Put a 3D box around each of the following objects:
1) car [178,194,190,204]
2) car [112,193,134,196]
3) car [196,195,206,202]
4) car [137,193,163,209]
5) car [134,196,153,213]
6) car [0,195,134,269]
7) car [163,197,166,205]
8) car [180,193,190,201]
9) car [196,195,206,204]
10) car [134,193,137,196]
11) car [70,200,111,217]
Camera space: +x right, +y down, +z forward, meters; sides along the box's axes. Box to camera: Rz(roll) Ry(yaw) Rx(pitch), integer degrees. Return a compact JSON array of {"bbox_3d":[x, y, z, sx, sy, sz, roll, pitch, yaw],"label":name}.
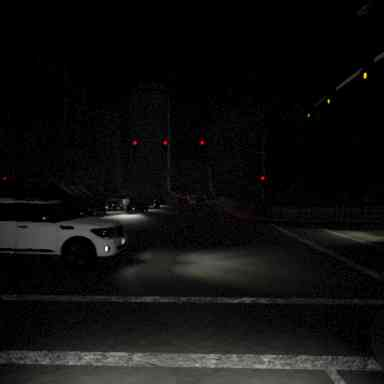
[{"bbox_3d":[-1.743,1.564,66.062,1.994,1.385,4.181,0,0,1],"label":"car"},{"bbox_3d":[-9.423,1.221,42.709,2.150,2.045,5.566,0,0,2],"label":"car"},{"bbox_3d":[1.969,1.352,74.566,2.128,1.511,4.902,0,0,1],"label":"car"},{"bbox_3d":[-5.819,1.221,46.797,2.150,2.045,5.566,0,0,1],"label":"car"},{"bbox_3d":[-6.059,1.491,37.225,2.128,1.511,4.902,0,0,1],"label":"car"},{"bbox_3d":[-4.972,1.221,10.774,5.566,2.045,2.150,0,0,3],"label":"car"},{"bbox_3d":[-5.549,1.547,57.152,2.033,1.411,5.357,0,0,2],"label":"car"},{"bbox_3d":[-1.530,1.182,74.623,2.097,1.767,4.553,0,0,1],"label":"car"},{"bbox_3d":[1.741,1.505,65.349,1.837,1.490,4.892,0,0,1],"label":"car"},{"bbox_3d":[-9.156,1.221,53.073,2.150,2.045,5.566,0,0,1],"label":"car"},{"bbox_3d":[-9.745,1.547,32.529,2.033,1.411,5.357,0,0,4],"label":"car"}]
